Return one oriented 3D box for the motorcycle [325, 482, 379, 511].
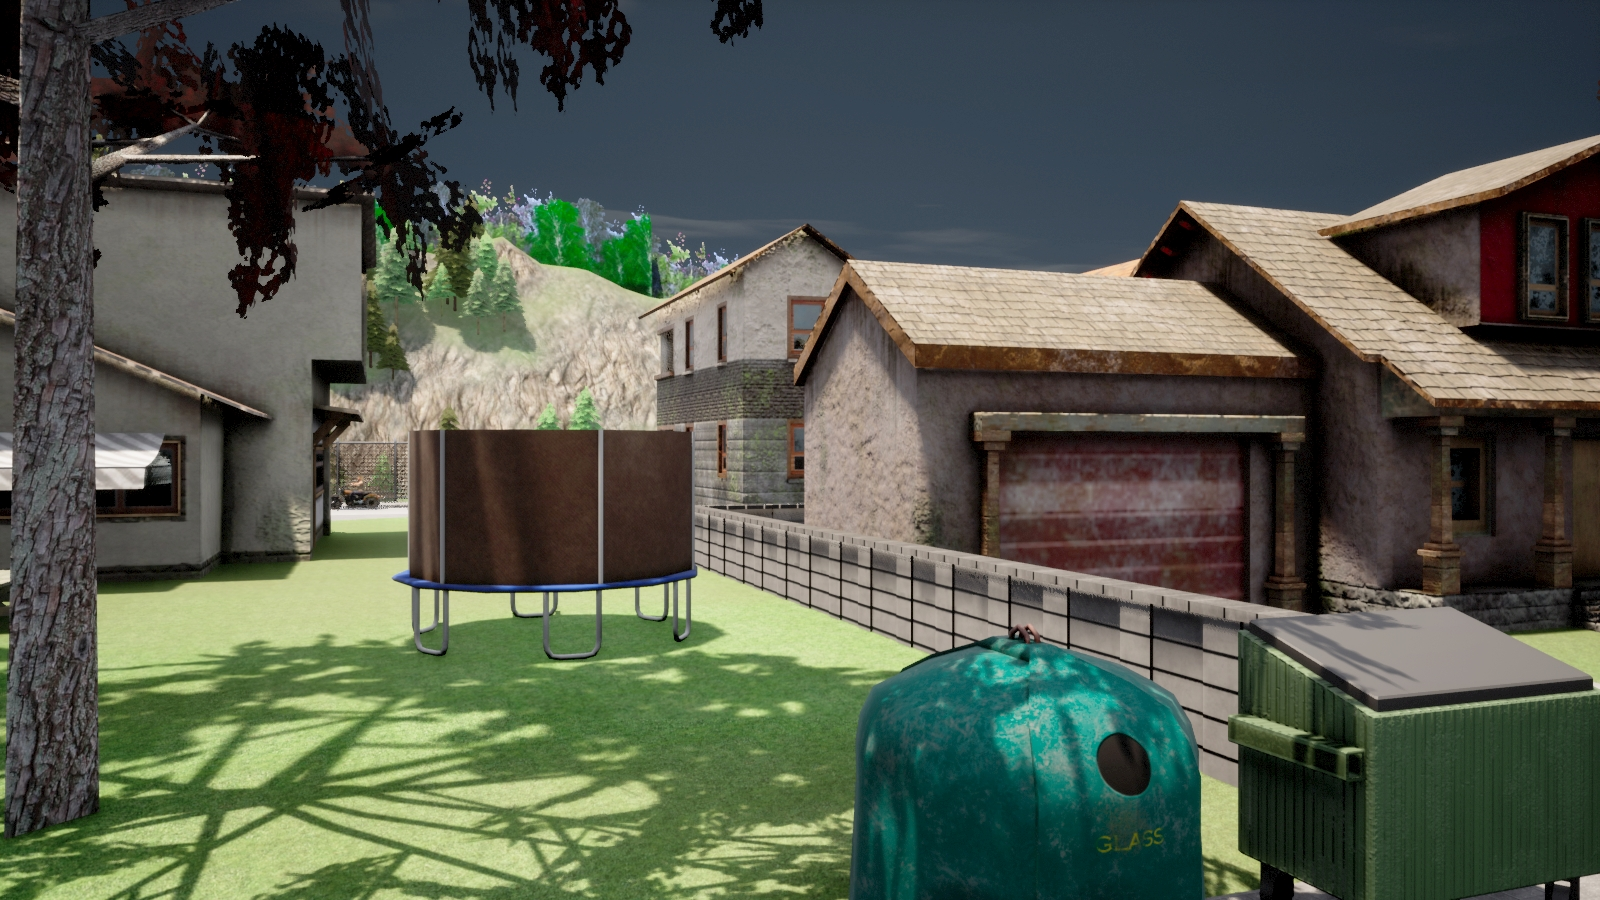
[{"bbox_3d":[-20.844,2.155,53.199,2.356,1.307,0.764,0,0,-20],"label":"motorcycle"}]
